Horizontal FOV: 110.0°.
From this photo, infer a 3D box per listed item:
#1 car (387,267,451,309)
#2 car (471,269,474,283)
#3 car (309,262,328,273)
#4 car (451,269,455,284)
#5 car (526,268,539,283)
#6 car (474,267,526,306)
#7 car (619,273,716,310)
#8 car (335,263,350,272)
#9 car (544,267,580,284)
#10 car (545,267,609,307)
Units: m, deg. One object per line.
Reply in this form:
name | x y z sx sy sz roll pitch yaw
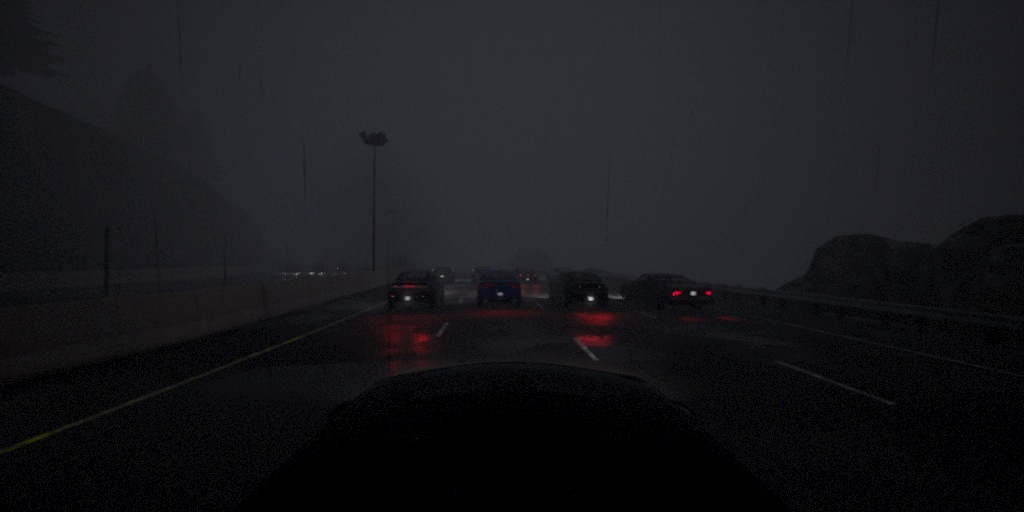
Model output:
car | -4.101 1.396 15.849 2.128 1.511 4.902 0 0 -5
car | -2.549 1.640 31.741 1.994 1.385 4.181 0 -1 -9
car | -30.935 1.707 57.387 2.097 1.767 4.553 0 -1 -19
car | -5.993 1.633 31.144 1.994 1.385 4.181 0 -1 -10
car | 0.964 1.679 31.998 1.895 1.301 4.718 0 -1 -9
car | -0.676 1.391 16.839 1.882 1.535 5.008 0 0 -5
car | 6.459 1.448 15.633 2.033 1.411 5.357 0 -1 -4
car | -27.691 1.873 58.728 1.837 1.490 4.892 0 -1 -19
car | 4.422 1.684 32.538 1.895 1.301 4.718 0 -1 -9
car | 2.881 1.415 16.355 1.837 1.490 4.892 0 0 -5
